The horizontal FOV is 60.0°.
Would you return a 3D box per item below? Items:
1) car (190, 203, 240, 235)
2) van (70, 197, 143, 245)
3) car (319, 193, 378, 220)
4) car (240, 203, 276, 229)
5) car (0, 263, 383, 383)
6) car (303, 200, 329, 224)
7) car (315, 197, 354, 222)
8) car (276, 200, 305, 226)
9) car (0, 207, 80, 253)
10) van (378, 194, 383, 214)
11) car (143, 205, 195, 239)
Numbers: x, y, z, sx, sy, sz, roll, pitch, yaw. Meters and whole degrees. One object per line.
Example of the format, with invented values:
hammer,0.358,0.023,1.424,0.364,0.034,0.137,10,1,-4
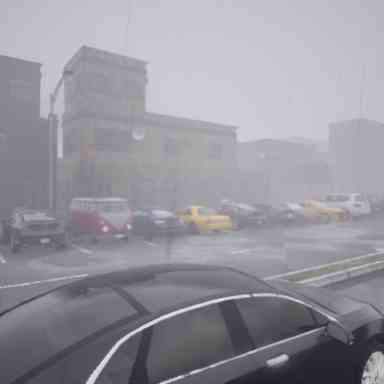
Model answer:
car,-0.025,1.433,18.800,1.946,1.575,5.366,0,0,-36
van,-4.236,1.236,15.419,1.878,1.987,4.442,0,0,-36
car,11.281,1.140,26.685,2.435,2.045,5.566,0,0,-36
car,2.329,1.426,20.246,2.231,1.521,4.892,0,0,-36
car,0.108,1.493,3.209,4.892,1.490,1.837,0,0,-36
car,6.811,1.446,23.459,2.002,1.452,4.674,0,0,-36
car,9.053,1.398,25.065,2.097,1.535,5.008,0,0,-36
car,4.553,1.445,21.879,2.163,1.488,4.792,0,0,-36
car,-6.645,1.477,13.835,2.231,1.521,4.892,0,0,-36
van,13.474,1.160,28.361,1.878,1.987,4.442,0,0,-36
car,-2.160,1.488,17.044,2.002,1.452,4.674,0,0,-36
